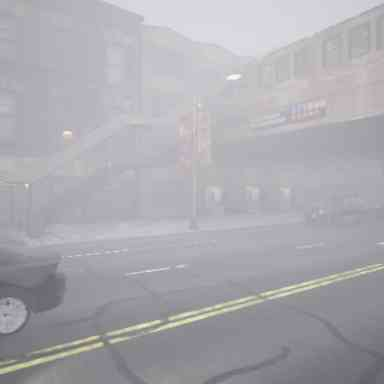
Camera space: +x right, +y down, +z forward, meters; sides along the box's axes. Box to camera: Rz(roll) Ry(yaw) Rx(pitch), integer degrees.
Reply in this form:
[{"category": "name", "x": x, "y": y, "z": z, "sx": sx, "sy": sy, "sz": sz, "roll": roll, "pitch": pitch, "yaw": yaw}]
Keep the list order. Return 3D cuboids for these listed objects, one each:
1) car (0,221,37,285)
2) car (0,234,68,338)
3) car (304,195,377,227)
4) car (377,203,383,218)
[{"category": "car", "x": -6.251, "y": 1.563, "z": 8.131, "sx": 4.181, "sy": 1.385, "sz": 1.994, "roll": 0, "pitch": 0, "yaw": -35}, {"category": "car", "x": -4.557, "y": 1.477, "z": 5.041, "sx": 5.008, "sy": 1.535, "sz": 1.882, "roll": 0, "pitch": 0, "yaw": -35}, {"category": "car", "x": 10.288, "y": 1.237, "z": 23.549, "sx": 5.566, "sy": 2.045, "sz": 2.435, "roll": 0, "pitch": 0, "yaw": -36}, {"category": "car", "x": 16.286, "y": 1.606, "z": 27.877, "sx": 4.718, "sy": 1.301, "sz": 1.895, "roll": 0, "pitch": 0, "yaw": -36}]
